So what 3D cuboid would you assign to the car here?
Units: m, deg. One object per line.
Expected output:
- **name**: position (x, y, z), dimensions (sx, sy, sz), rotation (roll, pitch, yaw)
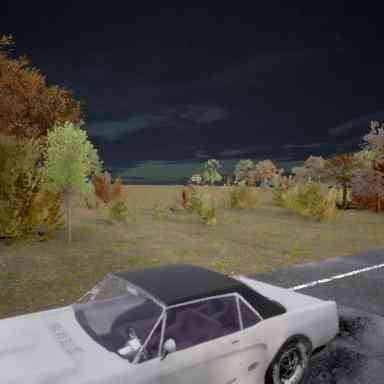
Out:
- **car**: position (-0.527, 1.601, 3.621), dimensions (4.718, 1.301, 1.895), rotation (0, 0, -36)
